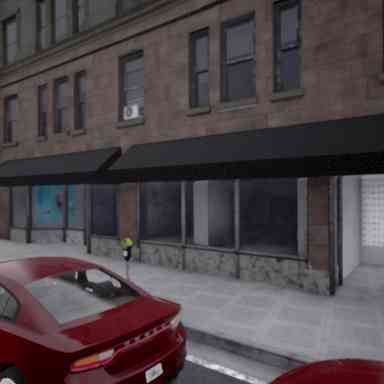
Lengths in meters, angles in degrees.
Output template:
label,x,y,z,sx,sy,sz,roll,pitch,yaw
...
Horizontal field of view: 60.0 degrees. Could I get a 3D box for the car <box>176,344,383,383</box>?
label,x,y,z,sx,sy,sz,roll,pitch,yaw
car,2.310,1.545,1.215,4.507,1.381,1.887,0,0,35

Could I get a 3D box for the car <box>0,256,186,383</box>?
label,x,y,z,sx,sy,sz,roll,pitch,yaw
car,-2.171,1.543,4.390,4.507,1.381,1.887,0,0,35
